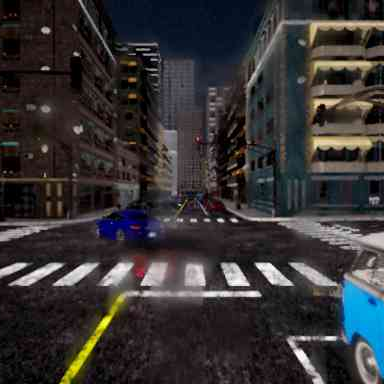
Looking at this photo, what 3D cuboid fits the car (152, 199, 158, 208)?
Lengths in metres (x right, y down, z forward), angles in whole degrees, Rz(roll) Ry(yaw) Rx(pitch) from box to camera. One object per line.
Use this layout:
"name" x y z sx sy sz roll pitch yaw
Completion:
"car" -5.684 1.582 46.095 1.947 1.339 4.313 0 0 0

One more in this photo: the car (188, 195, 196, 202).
"car" 0.022 1.396 74.496 1.812 1.442 4.674 0 0 0

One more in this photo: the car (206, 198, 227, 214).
"car" 2.694 1.591 35.033 1.802 1.307 4.206 0 0 0

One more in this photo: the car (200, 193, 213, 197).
"car" 3.126 1.259 65.631 2.150 2.045 5.566 0 0 0

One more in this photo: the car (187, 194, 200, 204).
"car" 0.019 1.523 65.323 2.128 1.511 4.902 0 0 0

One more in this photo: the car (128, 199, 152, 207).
"car" -5.687 1.575 35.048 1.947 1.339 4.313 0 0 0

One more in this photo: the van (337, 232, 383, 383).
"van" 2.683 1.341 2.639 1.690 1.788 3.998 0 0 0

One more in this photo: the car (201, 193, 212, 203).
"car" 3.129 1.258 72.631 2.150 2.045 5.566 0 0 0

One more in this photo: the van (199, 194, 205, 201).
"van" 2.708 1.397 90.269 1.690 1.788 3.998 -1 0 0

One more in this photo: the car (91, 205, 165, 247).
"car" -2.946 1.527 15.110 1.812 1.442 4.674 1 -1 -36

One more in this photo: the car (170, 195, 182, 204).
"car" -3.010 1.380 62.289 2.097 1.767 4.553 0 0 1

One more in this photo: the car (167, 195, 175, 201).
"car" -5.671 1.581 90.113 1.752 1.417 4.829 0 0 0

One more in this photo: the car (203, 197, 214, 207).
"car" 2.696 1.578 40.557 1.947 1.339 4.313 0 0 0

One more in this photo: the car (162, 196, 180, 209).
"car" -3.075 1.616 45.656 1.895 1.301 4.718 0 0 0

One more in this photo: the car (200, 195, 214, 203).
"car" 2.699 1.564 51.604 1.887 1.381 4.507 0 0 0
